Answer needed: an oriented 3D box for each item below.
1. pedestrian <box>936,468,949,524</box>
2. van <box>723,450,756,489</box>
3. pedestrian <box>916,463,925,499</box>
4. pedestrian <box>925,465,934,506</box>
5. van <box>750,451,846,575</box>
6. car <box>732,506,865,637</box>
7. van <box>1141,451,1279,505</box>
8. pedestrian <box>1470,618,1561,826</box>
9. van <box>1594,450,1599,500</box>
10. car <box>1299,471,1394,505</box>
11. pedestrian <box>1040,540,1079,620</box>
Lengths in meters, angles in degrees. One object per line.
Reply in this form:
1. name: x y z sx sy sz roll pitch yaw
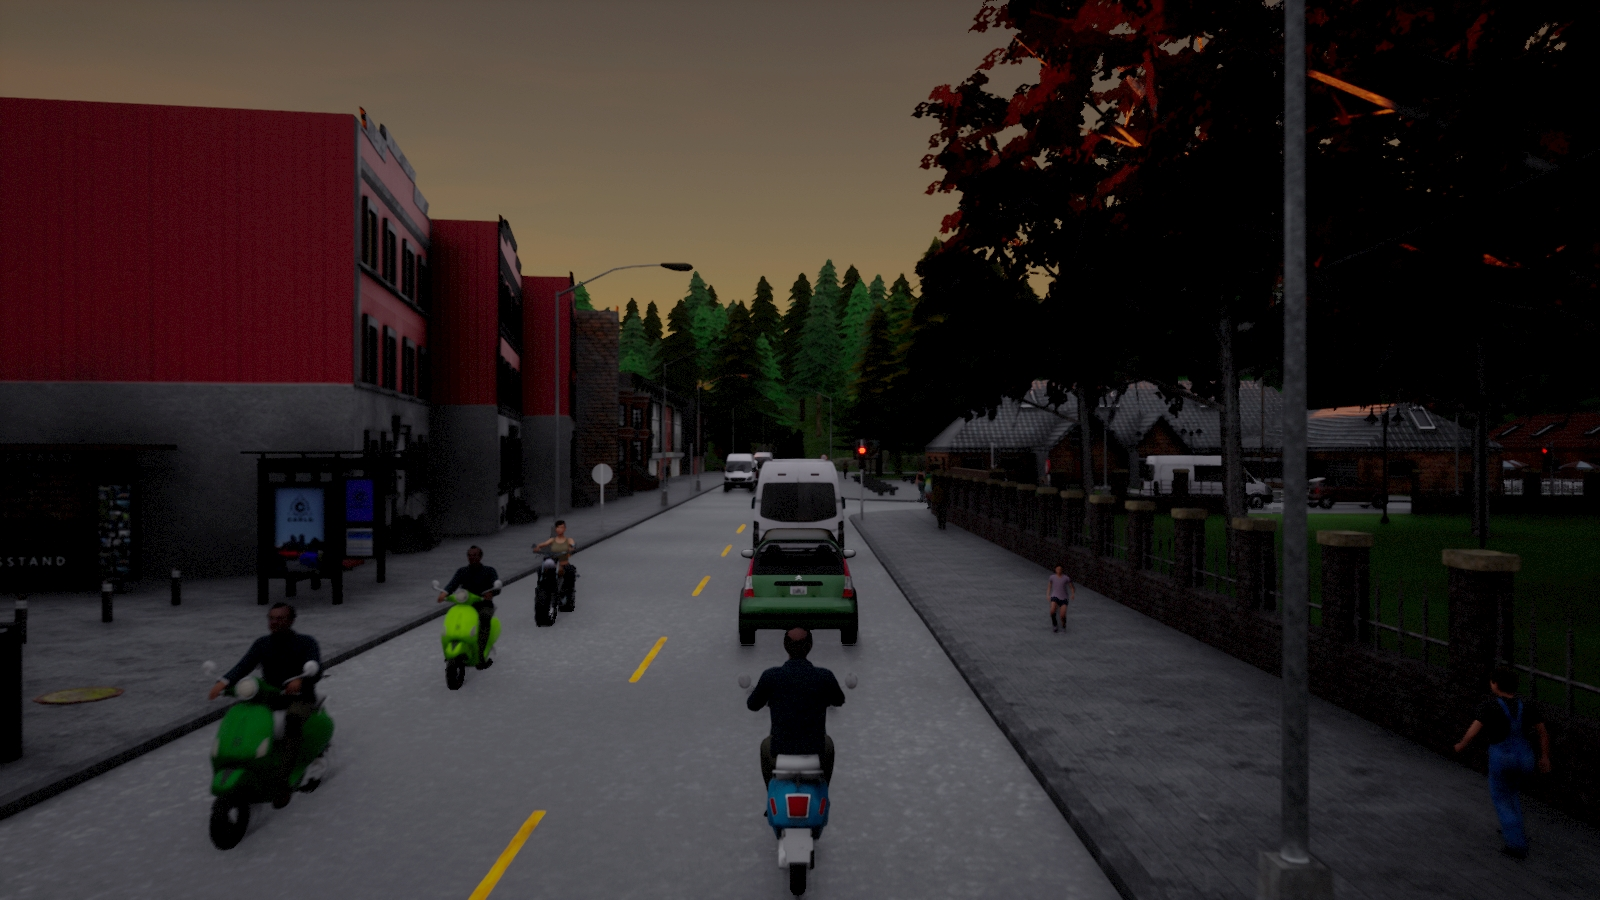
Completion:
1. pedestrian: 4.729 1.525 37.937 0.375 1.860 0.375 0 0 -2
2. van: -4.116 1.313 78.280 1.988 2.561 5.915 0 0 0
3. pedestrian: 6.333 1.628 59.902 0.375 1.860 0.375 0 0 19
4. pedestrian: 5.928 1.628 52.419 0.375 1.860 0.375 0 0 15
5. van: -0.049 1.312 26.554 1.988 2.561 5.915 0 0 0
6. car: -0.027 1.779 17.844 1.851 1.617 3.988 0 0 0
7. van: 19.578 1.314 54.769 5.915 2.561 1.988 0 0 1
8. pedestrian: 4.790 1.805 7.661 0.375 1.300 0.375 0 0 -1
9. van: 43.658 1.313 57.626 5.915 2.561 1.988 0 -1 35
10. car: 26.115 1.805 54.707 3.705 1.549 1.789 0 0 0
11. pedestrian: 3.818 1.904 16.784 0.500 1.100 0.500 0 0 20
